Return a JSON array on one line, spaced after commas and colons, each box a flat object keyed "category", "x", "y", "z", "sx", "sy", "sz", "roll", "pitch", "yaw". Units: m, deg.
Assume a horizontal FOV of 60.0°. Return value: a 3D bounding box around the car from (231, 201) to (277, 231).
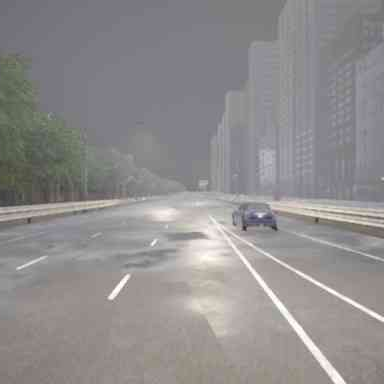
[{"category": "car", "x": 3.889, "y": 1.424, "z": 21.492, "sx": 2.097, "sy": 1.767, "sz": 4.553, "roll": 0, "pitch": 0, "yaw": -3}]
